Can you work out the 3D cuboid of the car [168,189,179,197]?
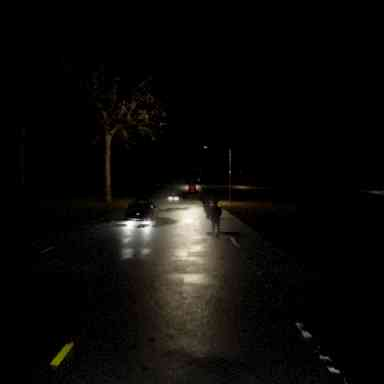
[{"bbox_3d":[-3.489,0.187,64.982,2.128,1.511,4.902,0,2,0],"label":"car"}]

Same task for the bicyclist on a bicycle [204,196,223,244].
[{"bbox_3d":[0.968,1.188,13.882,0.659,1.776,1.843,0,1,0],"label":"bicyclist on a bicycle"}]

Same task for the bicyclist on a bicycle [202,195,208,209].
[{"bbox_3d":[0.971,1.051,22.879,0.659,1.776,1.843,0,1,0],"label":"bicyclist on a bicycle"}]

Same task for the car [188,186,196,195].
[{"bbox_3d":[0.028,-0.072,74.513,2.128,1.511,4.902,0,2,0],"label":"car"}]

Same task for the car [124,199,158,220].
[{"bbox_3d":[-3.577,1.225,23.939,1.994,1.385,4.181,0,1,0],"label":"car"}]
